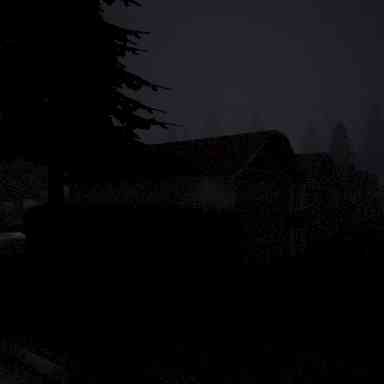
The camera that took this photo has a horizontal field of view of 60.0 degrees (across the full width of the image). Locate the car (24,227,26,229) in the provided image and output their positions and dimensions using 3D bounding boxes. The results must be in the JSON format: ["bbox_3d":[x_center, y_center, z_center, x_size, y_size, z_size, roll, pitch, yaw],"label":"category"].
[{"bbox_3d":[-9.459,1.864,23.774,2.097,1.767,4.553,-1,-1,36],"label":"car"}]
